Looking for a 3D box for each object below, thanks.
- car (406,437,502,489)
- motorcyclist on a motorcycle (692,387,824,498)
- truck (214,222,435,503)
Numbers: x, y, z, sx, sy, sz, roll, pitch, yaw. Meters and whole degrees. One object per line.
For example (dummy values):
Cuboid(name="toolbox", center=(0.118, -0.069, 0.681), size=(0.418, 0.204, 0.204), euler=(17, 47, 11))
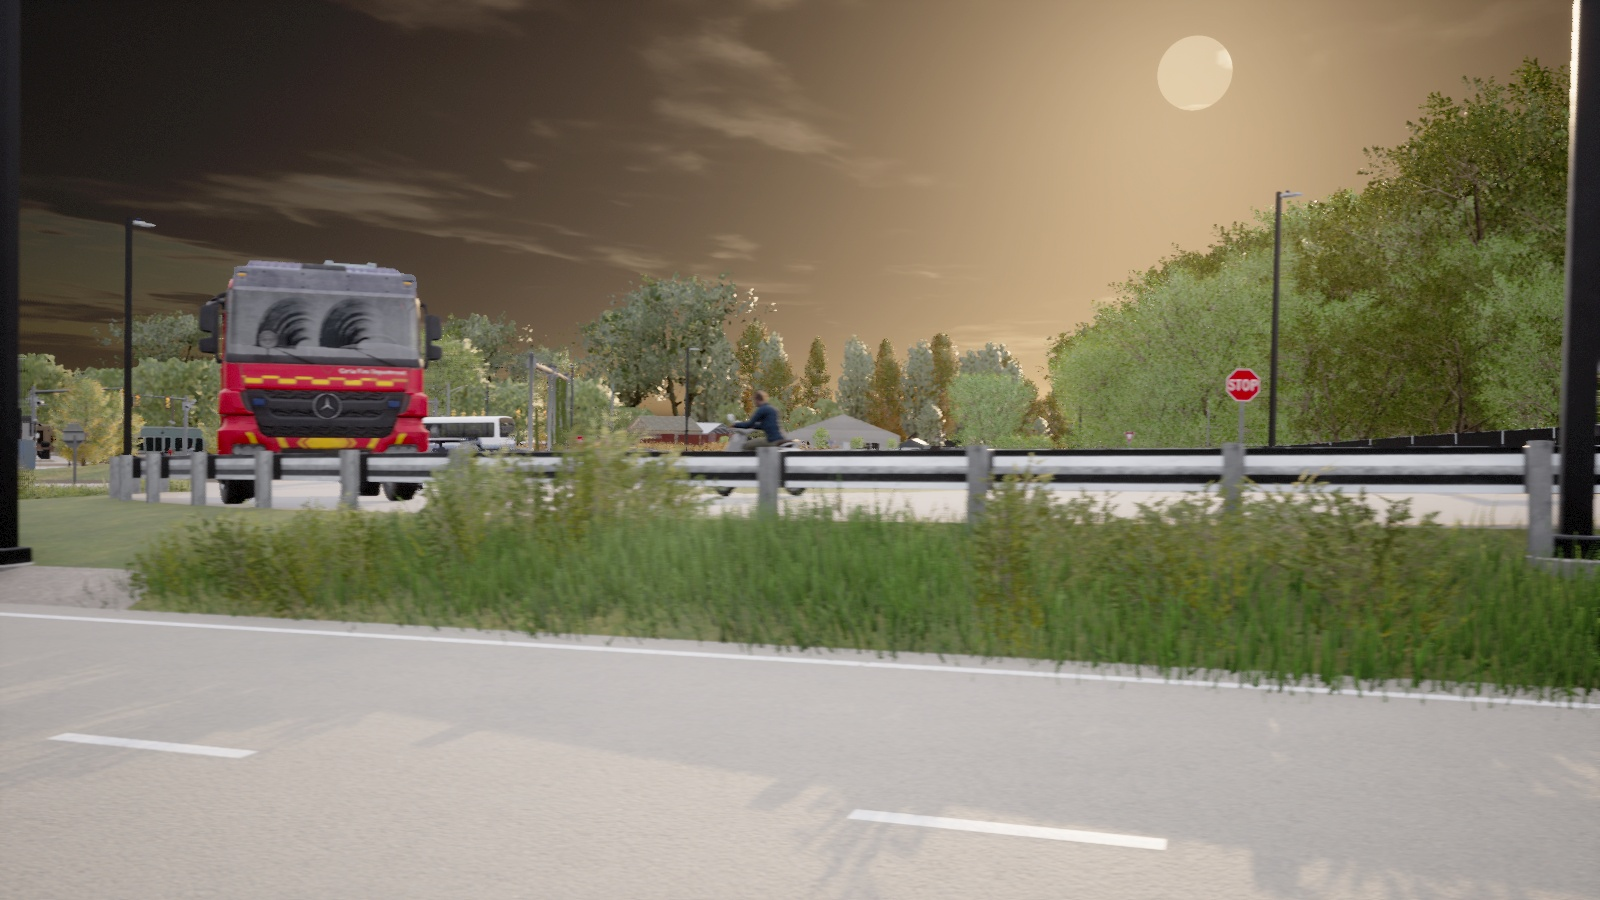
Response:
Cuboid(name="car", center=(-10.265, 0.418, 37.497), size=(1.845, 1.501, 3.633), euler=(0, -2, 0))
Cuboid(name="motorcyclist on a motorcycle", center=(-0.637, -0.093, 18.840), size=(1.817, 1.590, 0.866), euler=(-1, -1, 34))
Cuboid(name="truck", center=(-8.368, -1.121, 21.550), size=(2.891, 3.827, 8.468), euler=(1, -1, -24))
